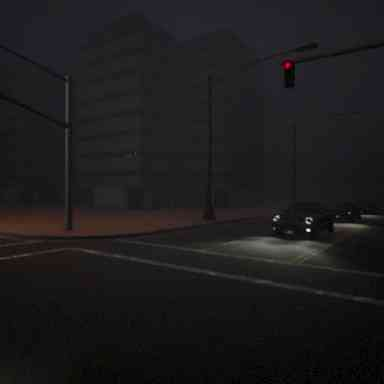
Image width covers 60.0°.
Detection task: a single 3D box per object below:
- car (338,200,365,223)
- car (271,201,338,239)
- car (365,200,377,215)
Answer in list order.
[{"bbox_3d":[11.785,1.483,25.748,1.812,1.442,4.674,1,0,36],"label":"car"},{"bbox_3d":[5.872,1.310,17.406,2.097,1.767,4.553,1,0,36],"label":"car"},{"bbox_3d":[17.846,1.505,34.290,2.033,1.411,5.357,1,0,36],"label":"car"}]
